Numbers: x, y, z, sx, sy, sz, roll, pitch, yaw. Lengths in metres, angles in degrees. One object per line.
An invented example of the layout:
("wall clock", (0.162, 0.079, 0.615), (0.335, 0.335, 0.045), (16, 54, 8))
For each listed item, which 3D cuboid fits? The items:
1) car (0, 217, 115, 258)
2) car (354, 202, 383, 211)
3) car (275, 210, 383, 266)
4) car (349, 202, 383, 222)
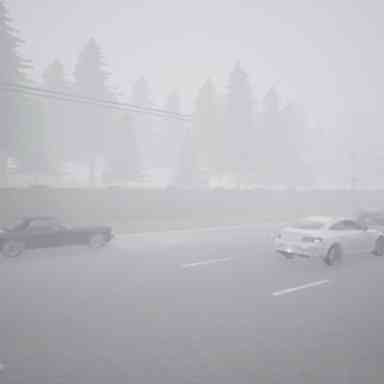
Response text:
("car", (-5.455, 1.602, 12.755), (4.718, 1.301, 1.895), (0, 0, -36))
("car", (12.387, 1.549, 21.194), (4.674, 1.442, 1.812), (0, 0, -36))
("car", (4.858, 1.536, 11.517), (4.674, 1.442, 1.812), (0, 0, -36))
("car", (15.491, 1.578, 27.713), (5.357, 1.411, 2.033), (0, 0, -36))
